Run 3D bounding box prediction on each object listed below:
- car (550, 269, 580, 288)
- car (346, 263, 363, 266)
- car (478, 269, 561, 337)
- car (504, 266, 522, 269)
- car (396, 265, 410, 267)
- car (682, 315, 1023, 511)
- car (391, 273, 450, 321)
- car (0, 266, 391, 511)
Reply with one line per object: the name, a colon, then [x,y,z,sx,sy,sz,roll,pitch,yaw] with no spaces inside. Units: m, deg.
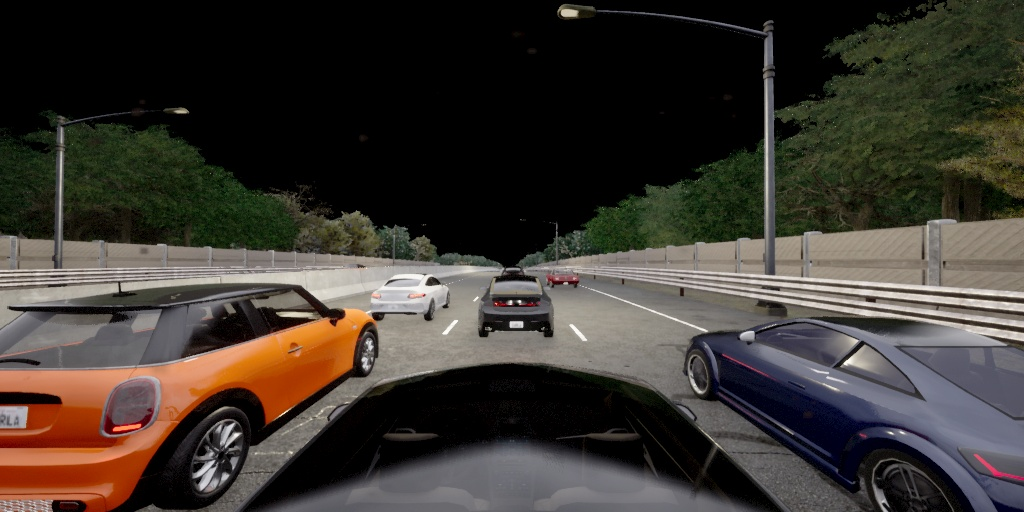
car: [3.591,1.593,26.271,1.895,1.301,4.718,0,-1,0]
car: [-21.098,1.827,47.514,2.097,1.767,4.553,0,-1,0]
car: [0.097,1.289,10.350,1.837,1.490,4.892,0,0,0]
car: [0.090,1.539,28.348,1.837,1.490,4.892,0,-1,0]
car: [-14.104,1.917,45.997,1.882,1.535,5.008,0,-1,0]
car: [3.600,1.316,3.801,1.994,1.385,4.181,0,0,0]
car: [-3.403,1.328,12.585,1.812,1.442,4.674,0,-1,0]
car: [-3.403,1.107,4.528,2.097,1.767,4.553,0,0,0]
